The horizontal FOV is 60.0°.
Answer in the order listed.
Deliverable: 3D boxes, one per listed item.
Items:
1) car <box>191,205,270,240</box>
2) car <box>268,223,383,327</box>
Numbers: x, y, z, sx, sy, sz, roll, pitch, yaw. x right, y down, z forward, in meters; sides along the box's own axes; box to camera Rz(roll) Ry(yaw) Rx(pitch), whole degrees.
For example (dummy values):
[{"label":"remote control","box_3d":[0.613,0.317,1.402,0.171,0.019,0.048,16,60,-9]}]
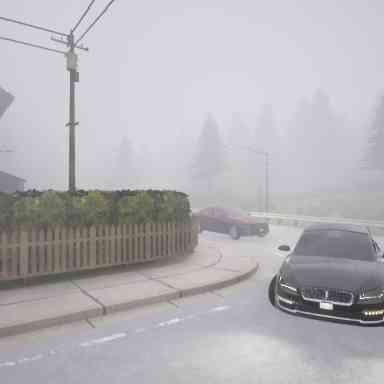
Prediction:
[{"label":"car","box_3d":[1.851,1.478,17.428,1.882,1.535,5.008,0,0,-33]},{"label":"car","box_3d":[3.151,1.505,7.292,1.837,1.490,4.892,0,0,27]}]
